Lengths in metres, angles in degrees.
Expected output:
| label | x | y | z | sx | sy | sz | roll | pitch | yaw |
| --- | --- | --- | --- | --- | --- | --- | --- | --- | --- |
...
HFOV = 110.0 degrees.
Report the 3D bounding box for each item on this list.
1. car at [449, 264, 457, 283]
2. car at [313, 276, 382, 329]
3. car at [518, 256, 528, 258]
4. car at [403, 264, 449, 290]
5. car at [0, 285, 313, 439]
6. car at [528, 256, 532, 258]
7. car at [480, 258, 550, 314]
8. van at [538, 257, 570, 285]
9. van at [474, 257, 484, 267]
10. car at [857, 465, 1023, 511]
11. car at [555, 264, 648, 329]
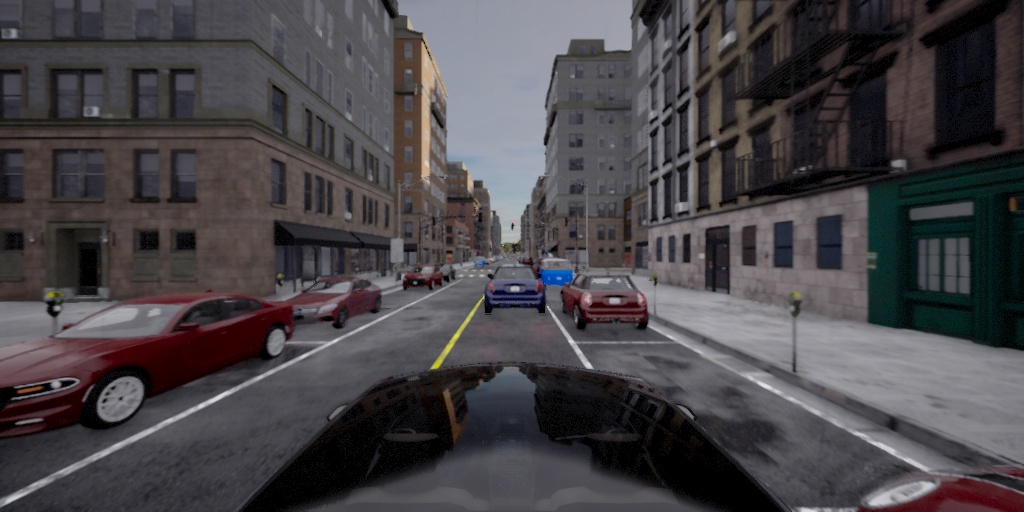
| label | x | y | z | sx | sy | sz | roll | pitch | yaw |
| --- | --- | --- | --- | --- | --- | --- | --- | --- | --- |
| car | -5.378 | 1.265 | 27.688 | 1.948 | 1.339 | 4.313 | 0 | 0 | 0 |
| car | -5.384 | 1.314 | 11.155 | 1.802 | 1.307 | 4.207 | 0 | 0 | 0 |
| car | 2.728 | 0.935 | 65.056 | 2.192 | 1.841 | 5.009 | 0 | 0 | 0 |
| car | -5.380 | 1.256 | 22.177 | 1.888 | 1.381 | 4.507 | 0 | 0 | 0 |
| car | -5.386 | 1.288 | 5.643 | 1.888 | 1.381 | 4.507 | 0 | 0 | 0 |
| car | 2.647 | 1.015 | 27.685 | 2.192 | 1.841 | 5.009 | 0 | 0 | 0 |
| car | 0.103 | 1.079 | 13.750 | 2.097 | 1.767 | 4.553 | 0 | 0 | 0 |
| van | 2.645 | 1.052 | 22.174 | 1.690 | 1.789 | 3.998 | 0 | 0 | 0 |
| van | -5.387 | 0.972 | 59.652 | 1.690 | 1.789 | 3.998 | 0 | 0 | 0 |
| car | 2.637 | 1.193 | 0.130 | 1.967 | 1.591 | 4.097 | 0 | 0 | 0 |
| car | 2.641 | 1.172 | 11.152 | 1.967 | 1.591 | 4.097 | 0 | 0 | 0 |
